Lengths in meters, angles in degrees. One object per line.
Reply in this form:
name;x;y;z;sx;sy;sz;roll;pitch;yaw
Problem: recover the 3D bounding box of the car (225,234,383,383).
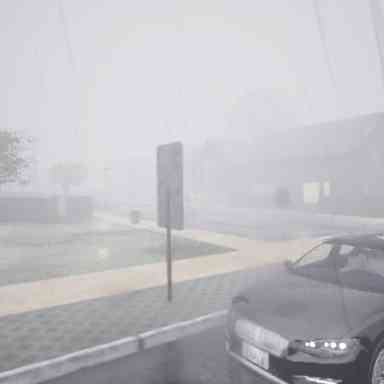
car;2.666;1.457;4.969;4.902;1.511;2.128;0;0;-35
